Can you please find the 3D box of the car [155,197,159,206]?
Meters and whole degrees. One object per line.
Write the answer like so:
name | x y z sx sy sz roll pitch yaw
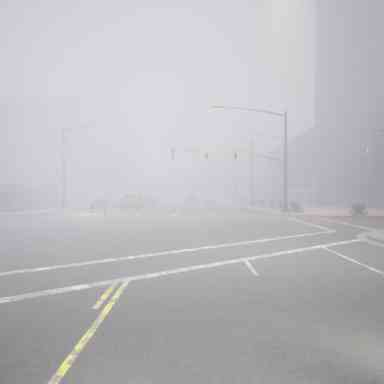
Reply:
car | -7.078 1.608 59.187 1.882 1.535 5.008 0 -1 0

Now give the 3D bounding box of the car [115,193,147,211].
car | -7.086 1.191 39.505 2.150 2.045 5.566 0 0 0

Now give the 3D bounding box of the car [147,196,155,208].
car | -7.078 1.388 49.145 2.097 1.767 4.553 0 -1 -1

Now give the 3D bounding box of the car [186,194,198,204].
car | -0.028 1.432 67.625 2.150 2.045 5.566 0 -1 0

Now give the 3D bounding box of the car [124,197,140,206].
car | -10.575 1.602 58.549 1.882 1.535 5.008 0 -1 0

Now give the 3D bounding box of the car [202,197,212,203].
car | 3.468 1.778 78.012 2.033 1.411 5.357 0 -1 0

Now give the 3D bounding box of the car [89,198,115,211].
car | -10.584 1.456 39.132 2.128 1.511 4.902 0 0 0

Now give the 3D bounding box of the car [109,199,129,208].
car | -10.582 1.631 48.405 1.895 1.301 4.718 0 0 0

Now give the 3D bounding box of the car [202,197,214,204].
car | 3.472 1.740 68.010 1.812 1.442 4.674 0 -1 0
